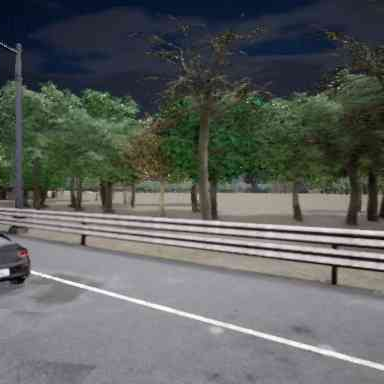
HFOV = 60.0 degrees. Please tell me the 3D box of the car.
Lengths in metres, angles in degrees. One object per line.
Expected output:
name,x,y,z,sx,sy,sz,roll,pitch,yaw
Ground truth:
car,-5.830,1.540,8.347,4.674,1.442,1.812,0,0,37
